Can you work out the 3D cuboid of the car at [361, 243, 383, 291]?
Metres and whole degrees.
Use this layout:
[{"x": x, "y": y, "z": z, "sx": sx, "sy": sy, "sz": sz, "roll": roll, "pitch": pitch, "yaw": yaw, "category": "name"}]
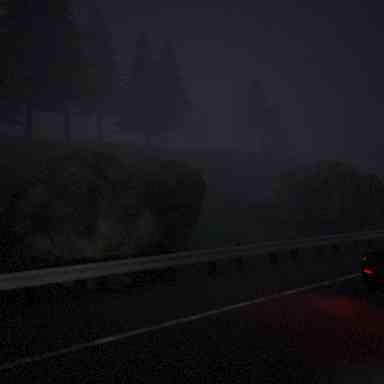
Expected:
[{"x": 5.843, "y": 1.597, "z": 7.911, "sx": 4.674, "sy": 1.442, "sz": 1.812, "roll": 1, "pitch": 0, "yaw": -35, "category": "car"}]
